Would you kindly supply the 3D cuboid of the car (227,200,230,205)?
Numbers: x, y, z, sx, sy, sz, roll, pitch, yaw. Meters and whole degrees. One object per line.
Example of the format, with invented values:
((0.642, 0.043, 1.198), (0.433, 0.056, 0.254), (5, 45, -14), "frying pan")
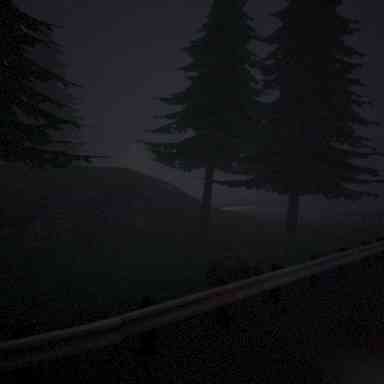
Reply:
((3.300, 1.408, 49.712), (4.902, 1.511, 2.128), (0, 0, 36), "car")

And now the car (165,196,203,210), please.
((-0.866, 1.275, 44.084), (4.553, 1.767, 2.097), (0, 0, 36), "car")

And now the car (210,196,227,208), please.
((1.872, 1.424, 46.423), (4.892, 1.490, 1.837), (2, 1, 36), "car")
